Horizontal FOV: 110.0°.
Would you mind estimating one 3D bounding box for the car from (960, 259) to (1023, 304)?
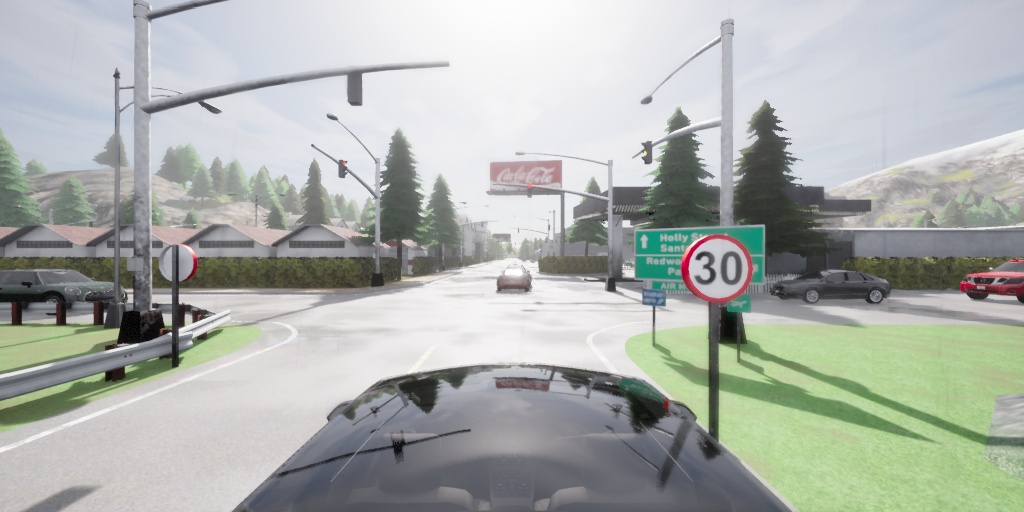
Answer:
[{"bbox_3d":[25.171,1.163,17.117,5.566,2.045,2.150,0,0,0],"label":"car"}]

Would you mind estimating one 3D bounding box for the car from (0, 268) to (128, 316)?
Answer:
[{"bbox_3d":[-17.996,1.294,13.990,4.553,1.767,2.097,0,0,1],"label":"car"}]

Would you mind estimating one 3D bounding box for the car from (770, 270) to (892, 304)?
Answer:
[{"bbox_3d":[15.201,1.446,17.248,4.892,1.490,1.837,0,0,1],"label":"car"}]

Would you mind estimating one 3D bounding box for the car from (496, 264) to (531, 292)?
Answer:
[{"bbox_3d":[0.167,1.358,22.492,1.994,1.385,4.181,0,2,4],"label":"car"}]
